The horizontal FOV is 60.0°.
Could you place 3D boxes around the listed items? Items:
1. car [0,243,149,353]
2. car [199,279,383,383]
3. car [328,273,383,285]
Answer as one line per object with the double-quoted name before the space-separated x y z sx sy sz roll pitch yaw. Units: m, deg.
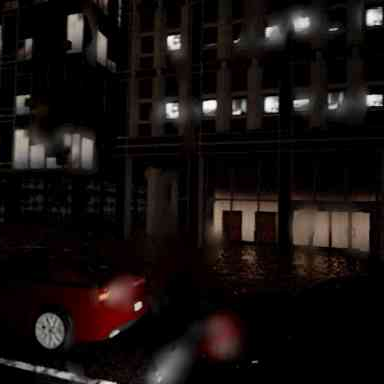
"car" -2.975 1.586 5.888 4.507 1.381 1.887 2 -2 17
"car" 2.370 1.687 2.296 4.674 1.442 1.812 2 -1 17
"car" 2.324 1.750 4.251 4.507 1.381 1.887 2 -2 17
